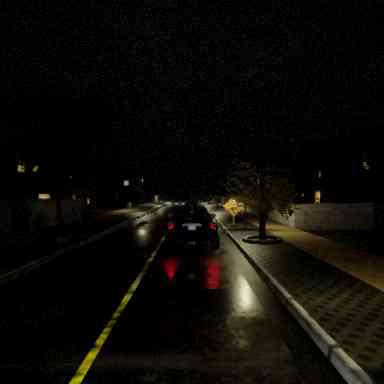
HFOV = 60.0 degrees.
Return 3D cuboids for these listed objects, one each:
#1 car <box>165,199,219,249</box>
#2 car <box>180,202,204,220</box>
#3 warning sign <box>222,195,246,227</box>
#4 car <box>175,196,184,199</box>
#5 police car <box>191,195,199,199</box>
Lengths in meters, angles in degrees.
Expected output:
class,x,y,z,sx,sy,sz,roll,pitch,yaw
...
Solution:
class,x,y,z,sx,sy,sz,roll,pitch,yaw
car,0.000,1.371,14.621,2.097,1.767,4.553,0,0,0
car,0.000,1.599,29.654,1.994,1.385,4.181,0,0,0
warning sign,2.530,1.125,20.138,1.300,1.860,1.060,1,1,0
car,-2.749,1.581,75.919,1.882,1.535,5.008,0,0,0
police car,0.825,1.737,90.275,1.930,1.638,5.238,0,0,0
